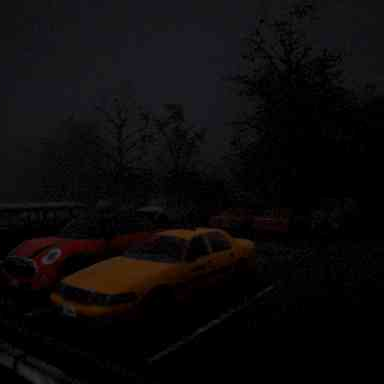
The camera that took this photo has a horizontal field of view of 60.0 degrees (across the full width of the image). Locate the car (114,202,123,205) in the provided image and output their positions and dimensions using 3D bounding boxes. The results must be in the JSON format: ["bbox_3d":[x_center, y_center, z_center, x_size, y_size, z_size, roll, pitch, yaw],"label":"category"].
[{"bbox_3d":[-4.070,1.701,25.169,2.231,1.521,4.892,-2,-1,35],"label":"car"}]

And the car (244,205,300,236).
[{"bbox_3d":[5.178,1.522,18.904,1.946,1.575,5.366,-1,0,35],"label":"car"}]

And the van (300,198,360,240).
[{"bbox_3d":[7.287,1.274,17.049,1.878,1.987,4.442,-1,0,35],"label":"van"}]

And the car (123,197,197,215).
[{"bbox_3d":[-1.797,1.391,23.556,2.435,2.045,5.566,-2,-1,35],"label":"car"}]

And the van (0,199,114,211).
[{"bbox_3d":[-5.043,1.345,11.013,1.878,1.987,4.442,-1,-1,35],"label":"van"}]

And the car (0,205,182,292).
[{"bbox_3d":[-2.608,1.405,9.193,2.185,1.767,4.553,-1,0,35],"label":"car"}]

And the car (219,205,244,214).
[{"bbox_3d":[3.003,1.553,20.436,1.946,1.575,5.366,-1,-1,35],"label":"car"}]

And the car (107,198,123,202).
[{"bbox_3d":[-6.276,1.507,26.681,2.435,2.045,5.566,-2,-1,35],"label":"car"}]

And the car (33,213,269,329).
[{"bbox_3d":[-0.346,1.501,7.336,1.946,1.575,5.366,-1,0,35],"label":"car"}]
